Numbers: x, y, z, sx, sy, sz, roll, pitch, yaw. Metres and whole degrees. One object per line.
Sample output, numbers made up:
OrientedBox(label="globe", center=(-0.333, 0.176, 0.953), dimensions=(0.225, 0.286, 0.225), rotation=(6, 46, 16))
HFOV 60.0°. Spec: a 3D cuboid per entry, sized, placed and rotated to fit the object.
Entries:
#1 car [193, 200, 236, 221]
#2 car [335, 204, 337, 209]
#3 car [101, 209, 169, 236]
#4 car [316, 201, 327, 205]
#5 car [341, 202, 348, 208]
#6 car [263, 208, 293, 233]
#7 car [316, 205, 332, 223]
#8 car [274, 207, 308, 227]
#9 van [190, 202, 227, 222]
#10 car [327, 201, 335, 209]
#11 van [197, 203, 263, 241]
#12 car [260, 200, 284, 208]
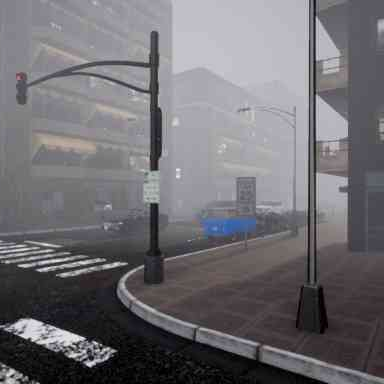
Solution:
OrientedBox(label="car", center=(2.670, 1.749, 29.534), dimensions=(2.150, 2.045, 5.566), rotation=(0, -1, 37))
OrientedBox(label="car", center=(30.596, 3.064, 73.315), dimensions=(1.887, 1.381, 4.507), rotation=(-1, -2, 35))
OrientedBox(label="car", center=(-3.467, 1.815, 20.922), dimensions=(2.128, 1.511, 4.902), rotation=(0, -1, 35))
OrientedBox(label="car", center=(24.175, 2.890, 64.285), dimensions=(1.802, 1.307, 4.206), rotation=(-1, -2, 35))
OrientedBox(label="car", center=(40.130, 3.376, 86.722), dimensions=(1.752, 1.417, 4.829), rotation=(-1, -2, 35))
OrientedBox(label="car", center=(5.327, 2.035, 23.377), dimensions=(1.947, 1.339, 4.313), rotation=(-1, -2, 35))
OrientedBox(label="car", center=(11.747, 2.233, 32.406), dimensions=(2.008, 1.369, 4.403), rotation=(-1, -2, 35))
OrientedBox(label="car", center=(8.536, 2.158, 27.890), dimensions=(1.802, 1.307, 4.206), rotation=(-1, -2, 35))
OrientedBox(label="van", center=(1.703, 1.903, 32.691), dimensions=(1.690, 1.788, 3.998), rotation=(-1, -2, 35))
OrientedBox(label="car", center=(27.385, 2.729, 68.806), dimensions=(2.192, 1.841, 5.009), rotation=(-1, -2, 35))
OrientedBox(label="van", center=(2.253, 1.704, 18.769), dimensions=(1.690, 1.788, 3.998), rotation=(-1, -2, 35))
OrientedBox(label="car", center=(8.865, 1.954, 38.237), dimensions=(2.150, 2.045, 5.566), rotation=(0, -1, 36))
